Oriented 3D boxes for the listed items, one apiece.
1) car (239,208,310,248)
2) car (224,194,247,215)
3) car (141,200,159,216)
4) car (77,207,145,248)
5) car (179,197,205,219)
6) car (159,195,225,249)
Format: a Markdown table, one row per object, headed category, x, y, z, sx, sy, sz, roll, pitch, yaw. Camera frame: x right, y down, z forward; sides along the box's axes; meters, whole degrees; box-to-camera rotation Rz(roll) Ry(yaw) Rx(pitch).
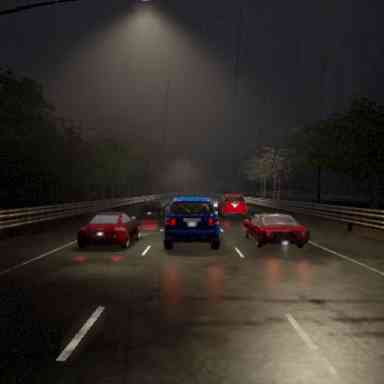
| category | x | y | z | sx | sy | sz | roll | pitch | yaw |
| --- | --- | --- | --- | --- | --- | --- | --- | --- | --- |
| car | 3.500 | 1.606 | 14.680 | 1.895 | 1.301 | 4.718 | 0 | 0 | 0 |
| car | 3.499 | 1.222 | 29.679 | 2.150 | 2.045 | 5.566 | 0 | 0 | 0 |
| car | -3.501 | 1.481 | 29.650 | 1.837 | 1.490 | 4.892 | 0 | 0 | 0 |
| car | -3.501 | 1.562 | 14.650 | 1.994 | 1.385 | 4.181 | 0 | 0 | 0 |
| car | -0.001 | 1.331 | 29.619 | 2.097 | 1.767 | 4.553 | 0 | 0 | 0 |
| car | -0.001 | 1.248 | 14.679 | 2.150 | 2.045 | 5.566 | 0 | 0 | 0 |
